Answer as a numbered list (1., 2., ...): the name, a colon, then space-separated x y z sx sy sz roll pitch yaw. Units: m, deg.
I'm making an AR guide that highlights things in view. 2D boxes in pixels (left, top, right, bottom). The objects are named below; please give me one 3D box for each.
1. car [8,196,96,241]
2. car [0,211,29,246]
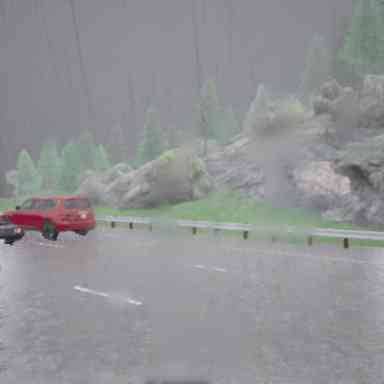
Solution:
1. car: -7.400 1.233 17.012 5.566 2.045 2.150 0 0 31
2. car: -9.294 1.613 14.082 4.718 1.301 1.895 0 0 31
